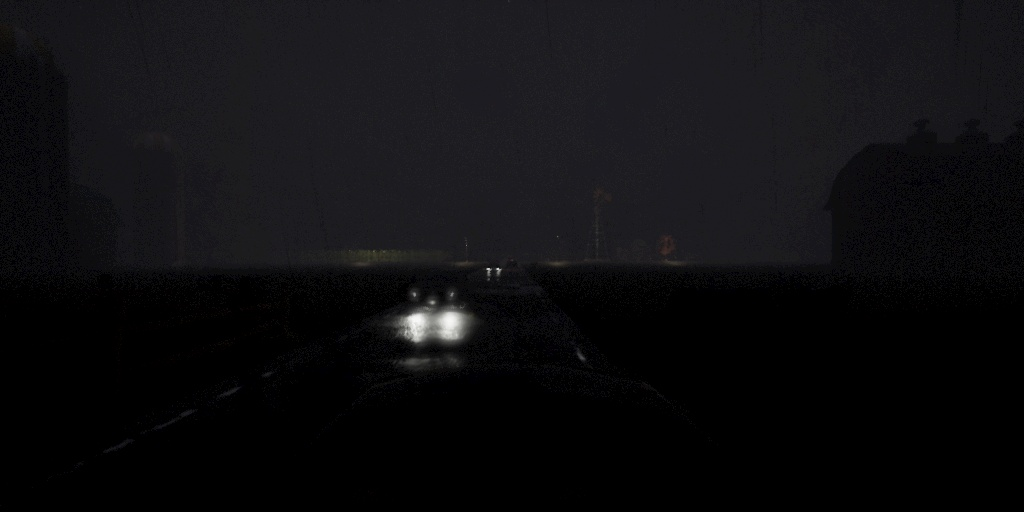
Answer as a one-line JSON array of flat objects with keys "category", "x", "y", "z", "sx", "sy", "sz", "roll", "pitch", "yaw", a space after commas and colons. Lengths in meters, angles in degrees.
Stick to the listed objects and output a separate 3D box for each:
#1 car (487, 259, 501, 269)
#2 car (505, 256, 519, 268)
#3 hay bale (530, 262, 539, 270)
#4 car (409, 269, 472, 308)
[{"category": "car", "x": -2.815, "y": 1.227, "z": 56.856, "sx": 1.812, "sy": 1.442, "sz": 4.674, "roll": 0, "pitch": 0, "yaw": 0}, {"category": "car", "x": -0.008, "y": 1.192, "z": 57.729, "sx": 2.128, "sy": 1.511, "sz": 4.902, "roll": 0, "pitch": 0, "yaw": 0}, {"category": "hay bale", "x": 3.116, "y": 1.367, "z": 49.708, "sx": 1.220, "sy": 1.180, "sz": 1.240, "roll": 0, "pitch": 0, "yaw": 0}, {"category": "car", "x": -2.853, "y": 1.291, "z": 15.530, "sx": 2.033, "sy": 1.411, "sz": 5.357, "roll": 0, "pitch": 0, "yaw": 0}]
